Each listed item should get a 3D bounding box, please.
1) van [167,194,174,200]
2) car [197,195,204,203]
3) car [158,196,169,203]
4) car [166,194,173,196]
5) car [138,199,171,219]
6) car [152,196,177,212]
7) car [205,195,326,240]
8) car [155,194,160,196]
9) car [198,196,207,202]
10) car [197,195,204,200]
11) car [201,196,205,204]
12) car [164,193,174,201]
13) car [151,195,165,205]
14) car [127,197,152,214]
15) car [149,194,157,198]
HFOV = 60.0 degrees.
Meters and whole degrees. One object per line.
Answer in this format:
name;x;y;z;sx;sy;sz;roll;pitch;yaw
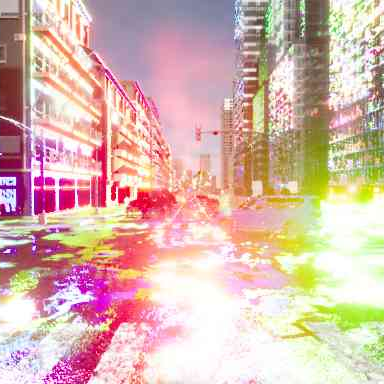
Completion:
van;-5.982;1.350;91.872;1.690;1.788;3.998;-1;0;0
car;2.453;1.551;63.711;2.008;1.369;4.403;-1;0;0
car;-5.911;1.583;69.278;1.802;1.307;4.206;-1;0;0
car;-3.239;1.488;51.313;2.128;1.511;4.902;0;0;0
car;-3.187;1.560;29.170;1.994;1.385;4.181;0;0;0
car;-3.207;1.559;39.096;1.994;1.385;4.181;0;0;0
car;3.749;1.165;16.704;5.566;2.045;2.150;0;1;26
car;-5.863;1.312;52.331;2.192;1.841;5.009;-1;0;0
car;2.419;1.548;75.009;1.887;1.381;4.507;-1;0;0
car;2.366;1.534;92.126;1.752;1.417;4.829;-1;0;0
car;2.522;1.540;41.115;1.887;1.381;4.507;-1;0;0
car;-5.966;1.322;86.224;2.192;1.841;5.009;-1;0;0
car;-5.878;1.439;57.979;1.967;1.590;4.097;-1;0;0
car;-5.808;1.540;35.384;1.887;1.381;4.507;-1;0;0
car;-5.826;1.436;41.033;1.967;1.590;4.097;-1;0;0
